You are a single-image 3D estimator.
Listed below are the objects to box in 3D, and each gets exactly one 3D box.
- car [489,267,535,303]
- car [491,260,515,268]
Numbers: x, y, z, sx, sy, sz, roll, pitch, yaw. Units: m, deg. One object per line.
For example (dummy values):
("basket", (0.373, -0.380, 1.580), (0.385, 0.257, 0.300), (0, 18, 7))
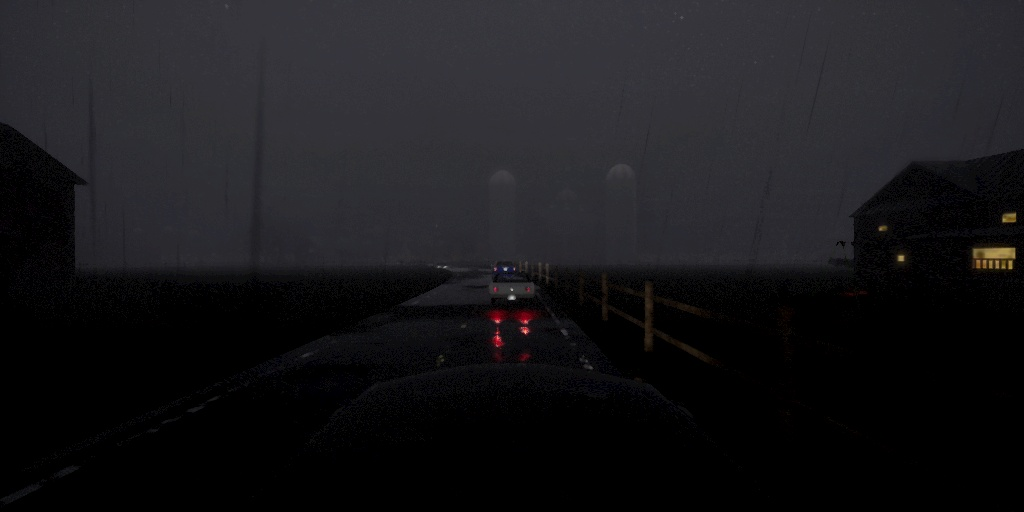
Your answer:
("car", (0.000, 1.370, 16.530), (1.895, 1.301, 4.718), (0, 0, 0))
("car", (-0.758, 1.130, 31.584), (2.097, 1.767, 4.553), (0, 0, -6))
